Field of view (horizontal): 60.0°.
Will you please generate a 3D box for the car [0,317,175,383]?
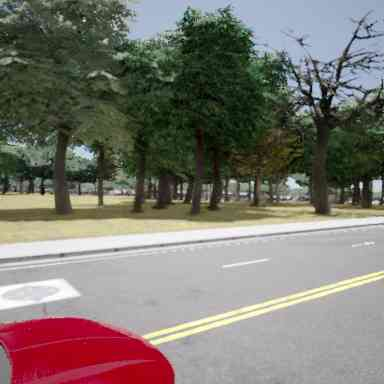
[{"bbox_3d":[-2.378,1.470,1.712,5.008,1.535,1.882,0,0,-36],"label":"car"}]
